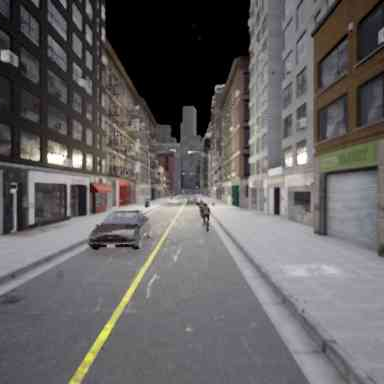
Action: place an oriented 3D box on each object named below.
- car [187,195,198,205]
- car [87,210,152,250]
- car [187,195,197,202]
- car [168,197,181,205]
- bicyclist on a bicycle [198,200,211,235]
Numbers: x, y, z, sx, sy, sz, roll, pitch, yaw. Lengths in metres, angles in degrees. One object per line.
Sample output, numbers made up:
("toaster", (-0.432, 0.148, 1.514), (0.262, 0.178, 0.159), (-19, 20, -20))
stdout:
("car", (0.047, 1.439, 55.519), (2.033, 1.411, 5.357), (0, 0, 1))
("car", (-2.851, 1.512, 14.335), (2.033, 1.411, 5.357), (0, 0, 0))
("car", (0.001, 1.396, 75.018), (2.128, 1.511, 4.902), (0, 0, 0))
("car", (-2.810, 1.494, 54.411), (1.895, 1.301, 4.718), (0, 0, 1))
("bicyclist on a bicycle", (0.756, 1.410, 17.620), (0.582, 1.620, 1.656), (0, 0, 0))
